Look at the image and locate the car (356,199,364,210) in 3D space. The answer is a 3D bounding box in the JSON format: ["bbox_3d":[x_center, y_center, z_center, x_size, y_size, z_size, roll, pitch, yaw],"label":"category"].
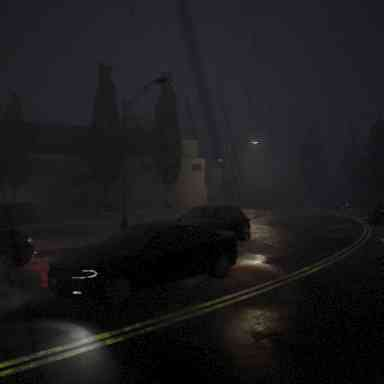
[{"bbox_3d":[20.352,1.400,37.819,2.128,1.511,4.902,0,0,4],"label":"car"}]

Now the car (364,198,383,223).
[{"bbox_3d":[14.279,1.440,24.628,1.837,1.490,4.892,0,0,21],"label":"car"}]

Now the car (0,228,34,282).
[{"bbox_3d":[-6.530,1.543,8.190,4.902,1.511,2.128,0,0,-38],"label":"car"}]

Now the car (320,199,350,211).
[{"bbox_3d":[16.985,1.532,39.894,1.895,1.301,4.718,0,0,2],"label":"car"}]

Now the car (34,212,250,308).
[{"bbox_3d":[-0.915,1.493,8.279,5.008,1.535,1.882,0,0,-43],"label":"car"}]

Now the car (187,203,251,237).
[{"bbox_3d":[0.655,1.363,14.409,2.097,1.767,4.553,0,0,40],"label":"car"}]
